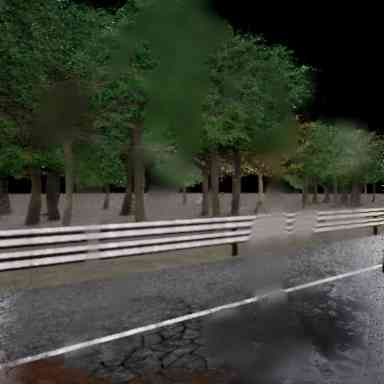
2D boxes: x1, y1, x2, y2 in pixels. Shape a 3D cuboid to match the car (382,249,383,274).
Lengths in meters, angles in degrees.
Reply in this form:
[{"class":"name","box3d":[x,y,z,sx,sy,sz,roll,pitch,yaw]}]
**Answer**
[{"class":"car","box3d":[7.001,1.343,8.734,4.553,1.767,2.097,0,0,-36]}]
